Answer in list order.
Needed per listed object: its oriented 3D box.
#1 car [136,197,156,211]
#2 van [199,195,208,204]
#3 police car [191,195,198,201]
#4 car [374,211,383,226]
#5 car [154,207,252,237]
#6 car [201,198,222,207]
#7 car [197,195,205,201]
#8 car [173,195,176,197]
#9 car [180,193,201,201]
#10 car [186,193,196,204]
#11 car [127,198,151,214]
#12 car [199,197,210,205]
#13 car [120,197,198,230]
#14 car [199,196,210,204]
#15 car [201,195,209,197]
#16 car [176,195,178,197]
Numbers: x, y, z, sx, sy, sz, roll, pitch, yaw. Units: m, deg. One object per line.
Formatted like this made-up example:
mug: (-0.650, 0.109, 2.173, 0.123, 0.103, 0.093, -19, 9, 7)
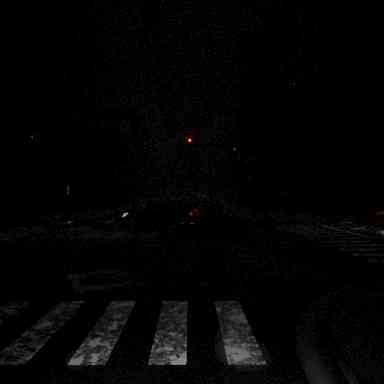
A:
car: (-5.677, 1.489, 41.656, 1.967, 1.590, 4.097, 0, 0, 0)
van: (2.386, 1.453, 69.199, 1.690, 1.788, 3.998, 0, 0, 0)
police car: (0.603, 1.598, 90.214, 1.930, 1.638, 5.238, 0, 0, 0)
car: (13.964, 1.426, 20.651, 5.008, 1.535, 1.882, 0, 0, 0)
car: (0.604, 1.604, 17.357, 4.718, 1.301, 1.895, 0, 0, 0)
car: (2.341, 1.606, 36.134, 1.947, 1.339, 4.313, 0, 0, 0)
car: (2.409, 1.600, 85.732, 1.967, 1.590, 4.097, 0, 0, 0)
car: (-5.624, 1.694, 80.231, 2.008, 1.369, 4.403, 0, 0, 0)
car: (-0.186, 1.413, 47.870, 2.097, 1.767, 4.553, 0, 0, 0)
car: (-0.198, 1.339, 70.434, 2.150, 2.045, 5.566, 0, 0, 0)
car: (-5.684, 1.480, 36.146, 1.967, 1.590, 4.097, 0, 0, 0)
car: (2.378, 1.647, 63.688, 2.008, 1.369, 4.403, 0, 0, 0)
car: (-2.091, 1.367, 20.594, 4.553, 1.767, 2.097, 0, 0, 0)
car: (2.356, 1.641, 47.157, 1.802, 1.307, 4.206, 0, 0, 0)
car: (2.363, 1.637, 52.667, 1.947, 1.339, 4.313, 0, 0, 0)
car: (-5.609, 1.721, 91.253, 1.887, 1.381, 4.507, 0, 0, 0)
